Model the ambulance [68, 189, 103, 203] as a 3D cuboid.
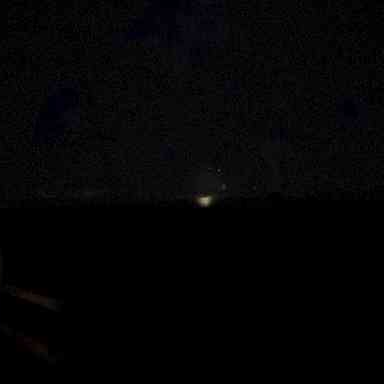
[{"bbox_3d":[-19.942,0.675,62.129,2.351,2.431,6.366,2,2,35],"label":"ambulance"}]
